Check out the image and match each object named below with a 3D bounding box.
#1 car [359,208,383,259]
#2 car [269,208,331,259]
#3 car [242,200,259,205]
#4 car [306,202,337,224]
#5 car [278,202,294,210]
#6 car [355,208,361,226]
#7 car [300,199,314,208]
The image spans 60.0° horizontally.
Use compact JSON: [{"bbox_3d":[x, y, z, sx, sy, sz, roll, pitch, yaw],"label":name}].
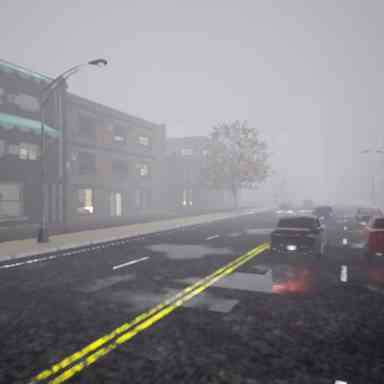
[{"bbox_3d":[7.693,1.616,12.851,1.882,1.535,5.008,0,0,25],"label":"car"},{"bbox_3d":[4.429,1.657,13.551,1.837,1.490,4.892,0,0,25],"label":"car"},{"bbox_3d":[14.897,2.776,85.542,4.313,1.339,1.947,-1,0,24],"label":"car"},{"bbox_3d":[10.892,1.826,27.520,1.812,1.442,4.674,0,0,25],"label":"car"},{"bbox_3d":[14.919,2.183,52.561,1.895,1.301,4.718,0,-1,24],"label":"car"},{"bbox_3d":[13.562,1.877,25.570,1.895,1.301,4.718,0,-1,25],"label":"car"},{"bbox_3d":[17.949,1.917,51.380,2.097,1.767,4.553,0,-1,24],"label":"car"}]
